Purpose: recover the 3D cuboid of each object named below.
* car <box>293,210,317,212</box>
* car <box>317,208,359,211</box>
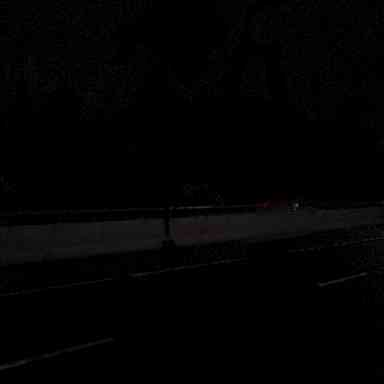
[{"bbox_3d":[12.511,1.472,37.732,4.553,1.767,2.097,0,0,-33],"label":"car"},{"bbox_3d":[16.412,1.651,36.131,5.357,1.411,2.033,0,0,-33],"label":"car"}]
